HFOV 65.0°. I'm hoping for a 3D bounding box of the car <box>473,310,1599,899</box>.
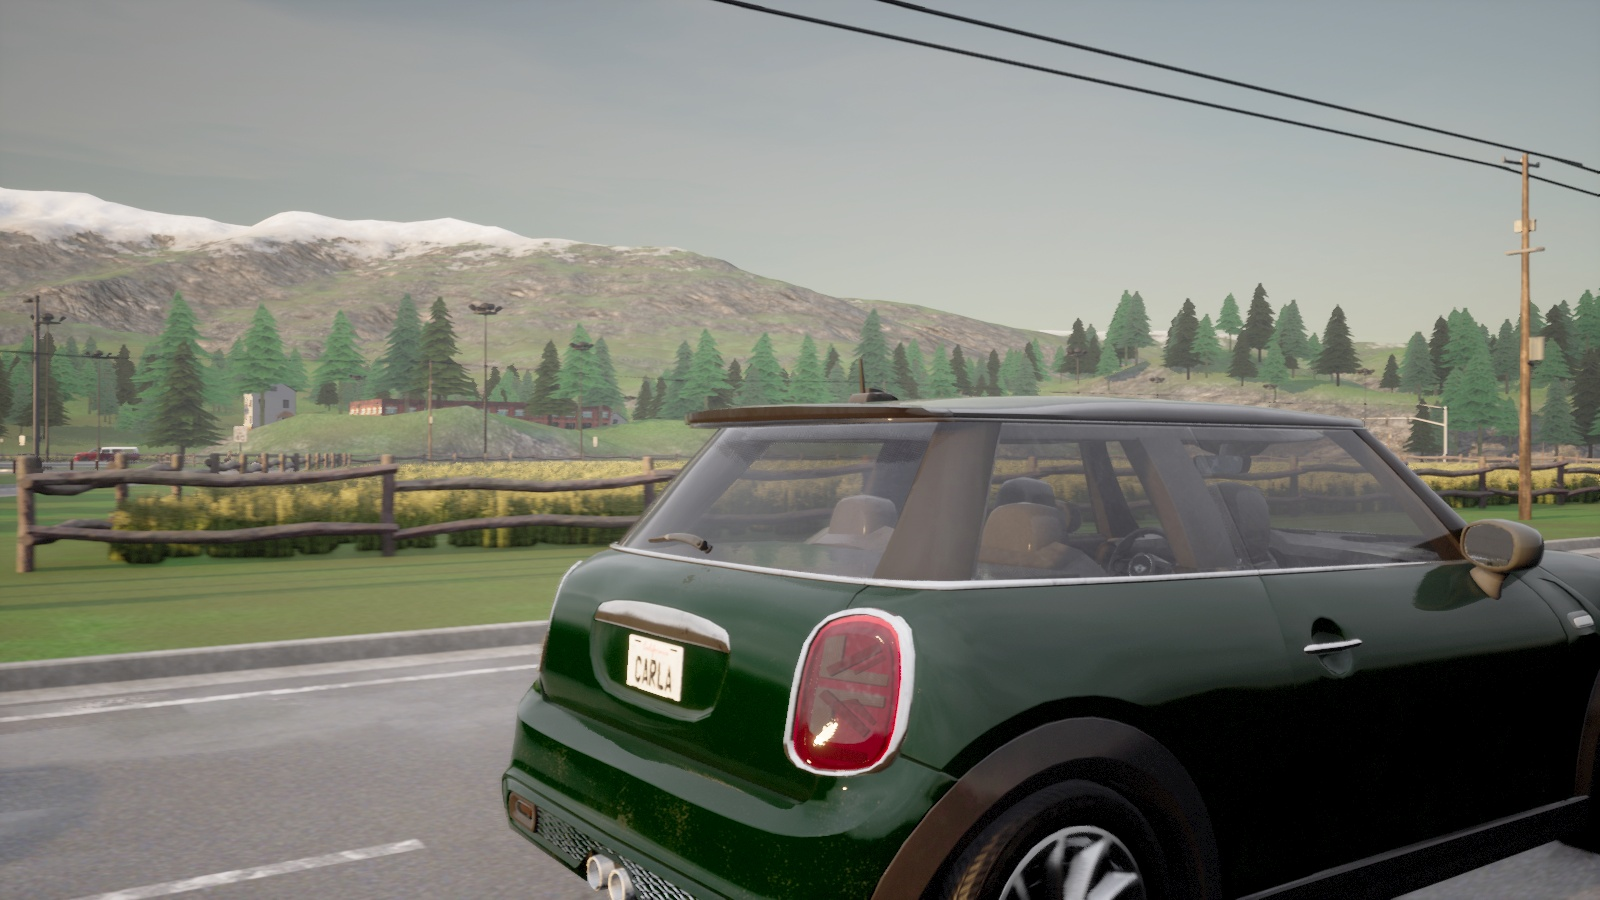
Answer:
[{"bbox_3d":[1.380,0.612,4.620,4.553,1.767,2.097,0,0,-35],"label":"car"}]
